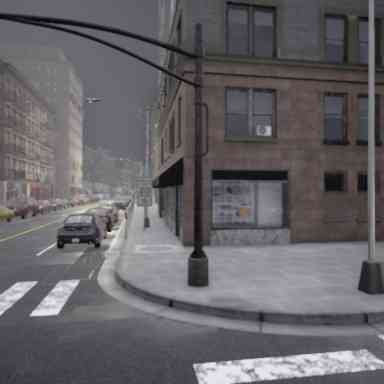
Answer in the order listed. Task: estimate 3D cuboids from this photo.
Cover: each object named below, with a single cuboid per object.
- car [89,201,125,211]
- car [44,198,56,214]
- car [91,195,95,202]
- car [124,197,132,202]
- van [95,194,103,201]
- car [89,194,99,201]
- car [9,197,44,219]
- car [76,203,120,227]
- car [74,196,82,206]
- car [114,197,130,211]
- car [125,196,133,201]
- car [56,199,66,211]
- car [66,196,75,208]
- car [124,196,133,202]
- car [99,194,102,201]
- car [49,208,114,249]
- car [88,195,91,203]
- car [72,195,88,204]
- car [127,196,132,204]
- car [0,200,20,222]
[{"bbox_3d":[-6.506,1.624,25.540,2.008,1.369,4.403,0,0,-9],"label":"car"},{"bbox_3d":[-16.202,1.510,35.075,1.967,1.590,4.097,0,0,-9],"label":"car"},{"bbox_3d":[-21.457,1.717,67.544,1.802,1.307,4.206,0,0,-9],"label":"car"},{"bbox_3d":[-15.282,1.765,79.652,1.802,1.307,4.206,0,0,-9],"label":"car"},{"bbox_3d":[-24.959,1.522,89.191,1.690,1.788,3.998,0,0,-9],"label":"van"},{"bbox_3d":[-22.332,1.462,72.956,2.192,1.841,5.009,0,0,-9],"label":"car"},{"bbox_3d":[-15.326,1.374,29.664,2.192,1.841,5.009,0,0,-9],"label":"car"},{"bbox_3d":[-5.628,1.608,20.128,1.887,1.381,4.507,0,0,-9],"label":"car"},{"bbox_3d":[-18.830,1.668,51.310,1.947,1.339,4.313,0,0,-9],"label":"car"},{"bbox_3d":[-9.139,1.657,41.773,2.008,1.369,4.403,0,0,-9],"label":"car"},{"bbox_3d":[-17.038,1.772,90.475,1.947,1.339,4.313,0,0,-9],"label":"car"},{"bbox_3d":[-17.078,1.521,40.486,1.967,1.590,4.097,0,0,-9],"label":"car"},{"bbox_3d":[-17.954,1.642,45.898,2.008,1.369,4.403,0,0,-9],"label":"car"},{"bbox_3d":[-16.160,1.745,85.064,2.008,1.369,4.403,0,0,-9],"label":"car"},{"bbox_3d":[-23.208,1.473,78.368,2.192,1.841,5.009,0,0,-9],"label":"car"},{"bbox_3d":[-4.751,1.603,14.718,2.008,1.369,4.403,0,0,-9],"label":"car"},{"bbox_3d":[-20.554,1.649,61.965,1.752,1.417,4.829,0,0,-9],"label":"car"},{"bbox_3d":[-19.705,1.428,56.722,2.192,1.841,5.009,0,0,-9],"label":"car"},{"bbox_3d":[-10.016,1.667,47.185,2.008,1.369,4.403,0,0,-9],"label":"car"},{"bbox_3d":[-14.424,1.573,24.083,1.752,1.417,4.829,0,0,-9],"label":"car"}]
